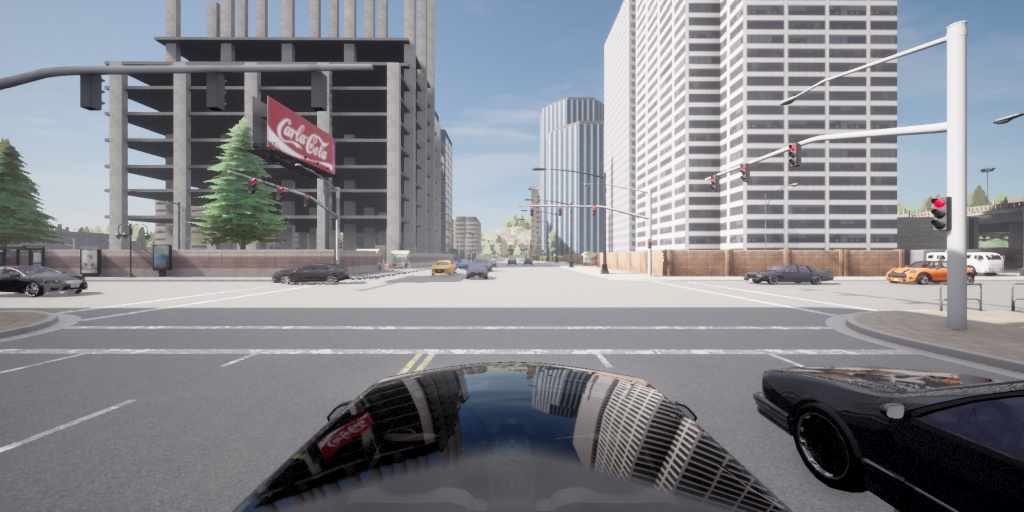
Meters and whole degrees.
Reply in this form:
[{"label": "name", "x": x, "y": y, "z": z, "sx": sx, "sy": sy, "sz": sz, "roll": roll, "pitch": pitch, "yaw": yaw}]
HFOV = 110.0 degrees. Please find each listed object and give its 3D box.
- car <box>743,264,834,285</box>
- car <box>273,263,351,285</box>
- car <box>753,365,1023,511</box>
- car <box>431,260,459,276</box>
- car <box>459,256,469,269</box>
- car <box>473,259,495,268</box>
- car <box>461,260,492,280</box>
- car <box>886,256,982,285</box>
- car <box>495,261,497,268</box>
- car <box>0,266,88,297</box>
[{"label": "car", "x": 19.647, "y": 1.297, "z": 25.537, "sx": 5.357, "sy": 1.411, "sz": 2.033, "roll": 0, "pitch": 0, "yaw": 0}, {"label": "car", "x": -14.142, "y": 1.255, "z": 25.526, "sx": 4.892, "sy": 1.490, "sz": 1.837, "roll": 0, "pitch": 3, "yaw": -14}, {"label": "car", "x": 3.597, "y": 1.297, "z": 1.490, "sx": 2.033, "sy": 1.411, "sz": 5.357, "roll": 0, "pitch": 0, "yaw": 0}, {"label": "car", "x": -7.083, "y": 1.228, "z": 37.463, "sx": 1.882, "sy": 1.535, "sz": 5.008, "roll": 0, "pitch": 0, "yaw": 0}, {"label": "car", "x": -7.074, "y": 1.228, "z": 52.220, "sx": 1.882, "sy": 1.535, "sz": 5.008, "roll": 0, "pitch": 0, "yaw": 0}, {"label": "car", "x": -3.579, "y": 1.101, "z": 44.641, "sx": 2.097, "sy": 1.767, "sz": 4.553, "roll": 0, "pitch": 0, "yaw": 0}, {"label": "car", "x": -3.135, "y": 1.298, "z": 31.233, "sx": 2.033, "sy": 1.411, "sz": 5.357, "roll": 0, "pitch": 0, "yaw": -7}, {"label": "car", "x": 29.655, "y": 1.102, "z": 25.558, "sx": 4.553, "sy": 1.767, "sz": 2.097, "roll": 0, "pitch": 0, "yaw": 1}, {"label": "car", "x": -3.548, "y": 1.297, "z": 61.205, "sx": 2.033, "sy": 1.411, "sz": 5.357, "roll": 0, "pitch": 0, "yaw": 0}, {"label": "car", "x": -24.548, "y": 1.241, "z": 18.121, "sx": 4.902, "sy": 1.511, "sz": 2.128, "roll": 0, "pitch": 0, "yaw": 0}]
